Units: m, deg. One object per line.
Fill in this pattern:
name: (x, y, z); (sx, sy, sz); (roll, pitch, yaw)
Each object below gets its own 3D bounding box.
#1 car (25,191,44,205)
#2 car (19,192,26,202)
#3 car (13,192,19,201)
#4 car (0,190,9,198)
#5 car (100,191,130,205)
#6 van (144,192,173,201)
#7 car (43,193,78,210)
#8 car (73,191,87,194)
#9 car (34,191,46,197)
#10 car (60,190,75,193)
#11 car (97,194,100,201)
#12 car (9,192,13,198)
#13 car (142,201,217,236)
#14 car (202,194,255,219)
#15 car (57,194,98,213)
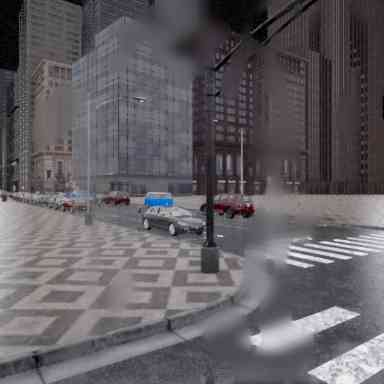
car: (-20.058, 0.939, 43.642); (2.008, 1.369, 4.403); (1, 0, -36)
car: (-23.229, 0.875, 48.086); (2.008, 1.369, 4.403); (1, 0, -36)
car: (-26.399, 0.702, 52.529); (1.967, 1.590, 4.097); (1, 0, -36)
car: (-39.085, 0.611, 70.303); (1.947, 1.339, 4.313); (1, 0, -36)
car: (-9.939, 0.766, 44.144); (2.192, 1.841, 5.009); (1, 0, -36)
van: (-3.596, 0.931, 35.255); (1.690, 1.788, 3.998); (1, 0, -36)
car: (-13.715, 1.074, 34.754); (2.008, 1.369, 4.403); (1, 0, -36)
car: (-16.159, 0.967, 48.414); (1.895, 1.301, 4.718); (0, 1, -36)
car: (-38.487, 0.495, 84.139); (1.887, 1.381, 4.507); (0, 0, -36)
car: (-21.881, 0.778, 56.432); (1.812, 1.442, 4.674); (0, 1, -35)
car: (-13.114, 0.935, 48.589); (2.008, 1.369, 4.403); (1, 0, -36)
car: (-29.572, 0.747, 56.973); (1.887, 1.381, 4.507); (1, 0, -36)
car: (-1.031, 1.367, 16.981); (2.008, 1.369, 4.403); (1, 0, -36)
car: (2.748, 1.050, 26.367); (2.192, 1.841, 5.009); (1, 0, -36)
car: (-10.544, 1.139, 30.311); (1.887, 1.381, 4.507); (1, 0, -36)
